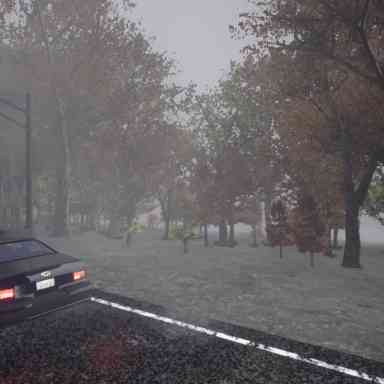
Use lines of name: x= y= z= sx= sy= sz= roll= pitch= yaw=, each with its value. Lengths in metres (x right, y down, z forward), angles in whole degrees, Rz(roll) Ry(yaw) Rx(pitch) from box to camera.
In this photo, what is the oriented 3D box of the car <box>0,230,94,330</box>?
car: x=-4.181 y=1.507 z=6.621 sx=5.357 sy=1.411 sz=2.033 roll=-2 pitch=1 yaw=39
